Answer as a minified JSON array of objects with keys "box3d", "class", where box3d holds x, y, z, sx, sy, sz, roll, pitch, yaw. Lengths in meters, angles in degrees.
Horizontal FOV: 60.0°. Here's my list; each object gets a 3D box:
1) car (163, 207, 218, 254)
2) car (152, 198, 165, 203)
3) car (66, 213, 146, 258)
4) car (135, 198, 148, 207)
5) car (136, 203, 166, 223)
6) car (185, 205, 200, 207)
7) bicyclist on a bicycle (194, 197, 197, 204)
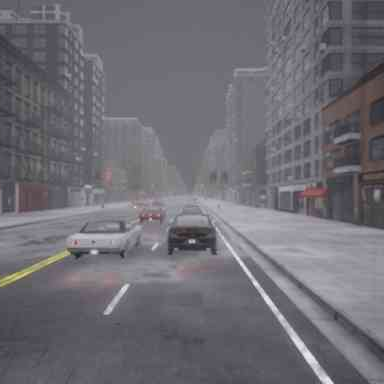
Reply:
[{"box3d":[0.032,1.616,14.243,1.882,1.535,5.008,0,0,1],"class":"car"},{"box3d":[-6.514,1.958,64.628,2.097,1.767,4.553,0,-1,1],"class":"car"},{"box3d":[-3.230,1.730,13.265,1.895,1.301,4.718,0,-1,0],"class":"car"},{"box3d":[-9.760,1.958,64.612,2.097,1.767,4.553,0,-1,1],"class":"car"},{"box3d":[-3.227,1.873,28.264,1.895,1.301,4.718,0,-1,0],"class":"car"},{"box3d":[0.015,1.813,27.541,2.033,1.411,5.357,0,-1,0],"class":"car"},{"box3d":[0.911,2.243,87.141,0.582,1.620,1.656,0,-1,0],"class":"bicyclist on a bicycle"}]
